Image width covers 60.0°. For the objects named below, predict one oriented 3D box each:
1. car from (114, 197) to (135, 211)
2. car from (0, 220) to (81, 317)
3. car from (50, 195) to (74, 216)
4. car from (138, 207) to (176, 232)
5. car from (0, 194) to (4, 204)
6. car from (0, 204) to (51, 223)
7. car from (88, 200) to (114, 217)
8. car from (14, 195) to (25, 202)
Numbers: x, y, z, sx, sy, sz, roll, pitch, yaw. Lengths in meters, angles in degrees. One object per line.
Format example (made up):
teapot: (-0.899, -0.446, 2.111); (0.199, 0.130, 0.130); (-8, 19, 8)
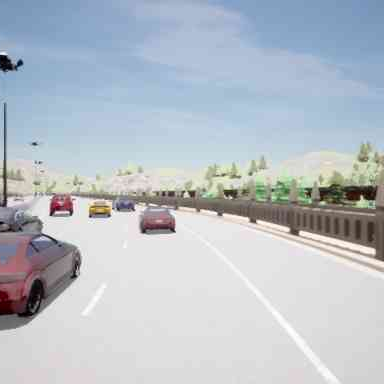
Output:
car: (-8.444, 1.383, 40.624); (2.097, 1.767, 4.553); (0, 0, -22)
car: (-3.904, 1.579, 7.423); (1.994, 1.385, 4.181); (0, 0, -4)
car: (-13.353, 1.272, 34.155); (2.150, 2.045, 5.566); (0, 0, -20)
car: (-2.195, 1.572, 20.201); (1.994, 1.385, 4.181); (0, 0, -11)
car: (-22.747, 1.308, 38.302); (2.150, 2.045, 5.566); (0, 0, -23)
car: (-8.390, 1.524, 15.279); (2.128, 1.511, 4.902); (0, 0, -9)
car: (-8.929, 1.511, 31.999); (1.882, 1.535, 5.008); (0, 0, -18)
car: (-39.111, 1.400, 75.398); (2.097, 1.767, 4.553); (0, 0, -24)
